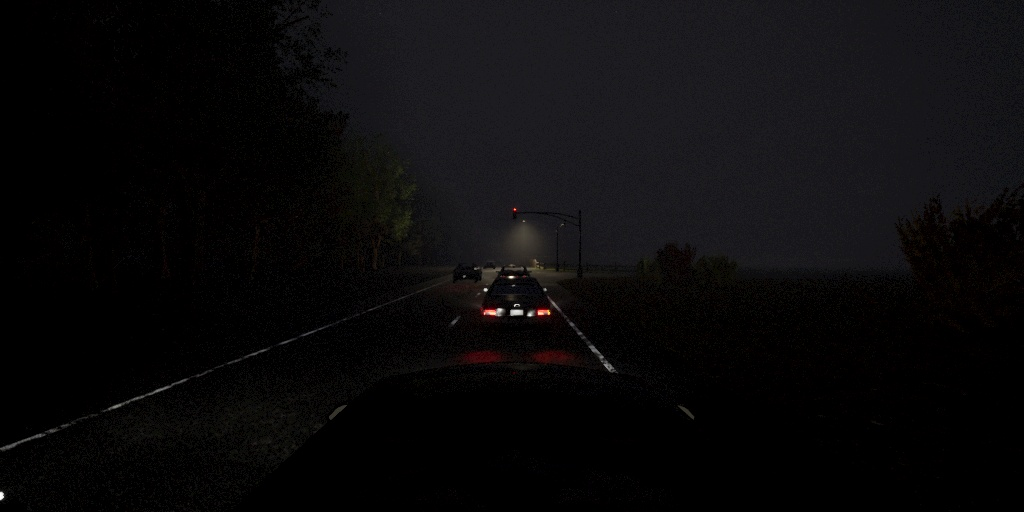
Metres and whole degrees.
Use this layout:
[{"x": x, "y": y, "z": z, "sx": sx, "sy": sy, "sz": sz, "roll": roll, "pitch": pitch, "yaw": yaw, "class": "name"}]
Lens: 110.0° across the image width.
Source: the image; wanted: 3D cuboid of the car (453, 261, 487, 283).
[{"x": -3.402, "y": 1.248, "z": 28.103, "sx": 2.128, "sy": 1.511, "sz": 4.902, "roll": 0, "pitch": 0, "yaw": 0, "class": "car"}]

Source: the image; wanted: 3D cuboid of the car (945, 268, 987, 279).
[{"x": 50.203, "y": 1.896, "z": 38.862, "sx": 4.718, "sy": 1.301, "sz": 1.895, "roll": 1, "pitch": -1, "yaw": 0, "class": "car"}]

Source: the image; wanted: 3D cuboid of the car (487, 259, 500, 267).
[{"x": -3.405, "y": 1.303, "z": 57.077, "sx": 2.033, "sy": 1.411, "sz": 5.357, "roll": 0, "pitch": 0, "yaw": 0, "class": "car"}]

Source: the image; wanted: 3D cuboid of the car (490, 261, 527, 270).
[{"x": 0.103, "y": 1.246, "z": 20.219, "sx": 2.128, "sy": 1.511, "sz": 4.902, "roll": 0, "pitch": 0, "yaw": 0, "class": "car"}]

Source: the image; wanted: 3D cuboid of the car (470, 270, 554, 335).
[{"x": 0.101, "y": 1.300, "z": 10.470, "sx": 2.033, "sy": 1.411, "sz": 5.357, "roll": 0, "pitch": 0, "yaw": 0, "class": "car"}]
